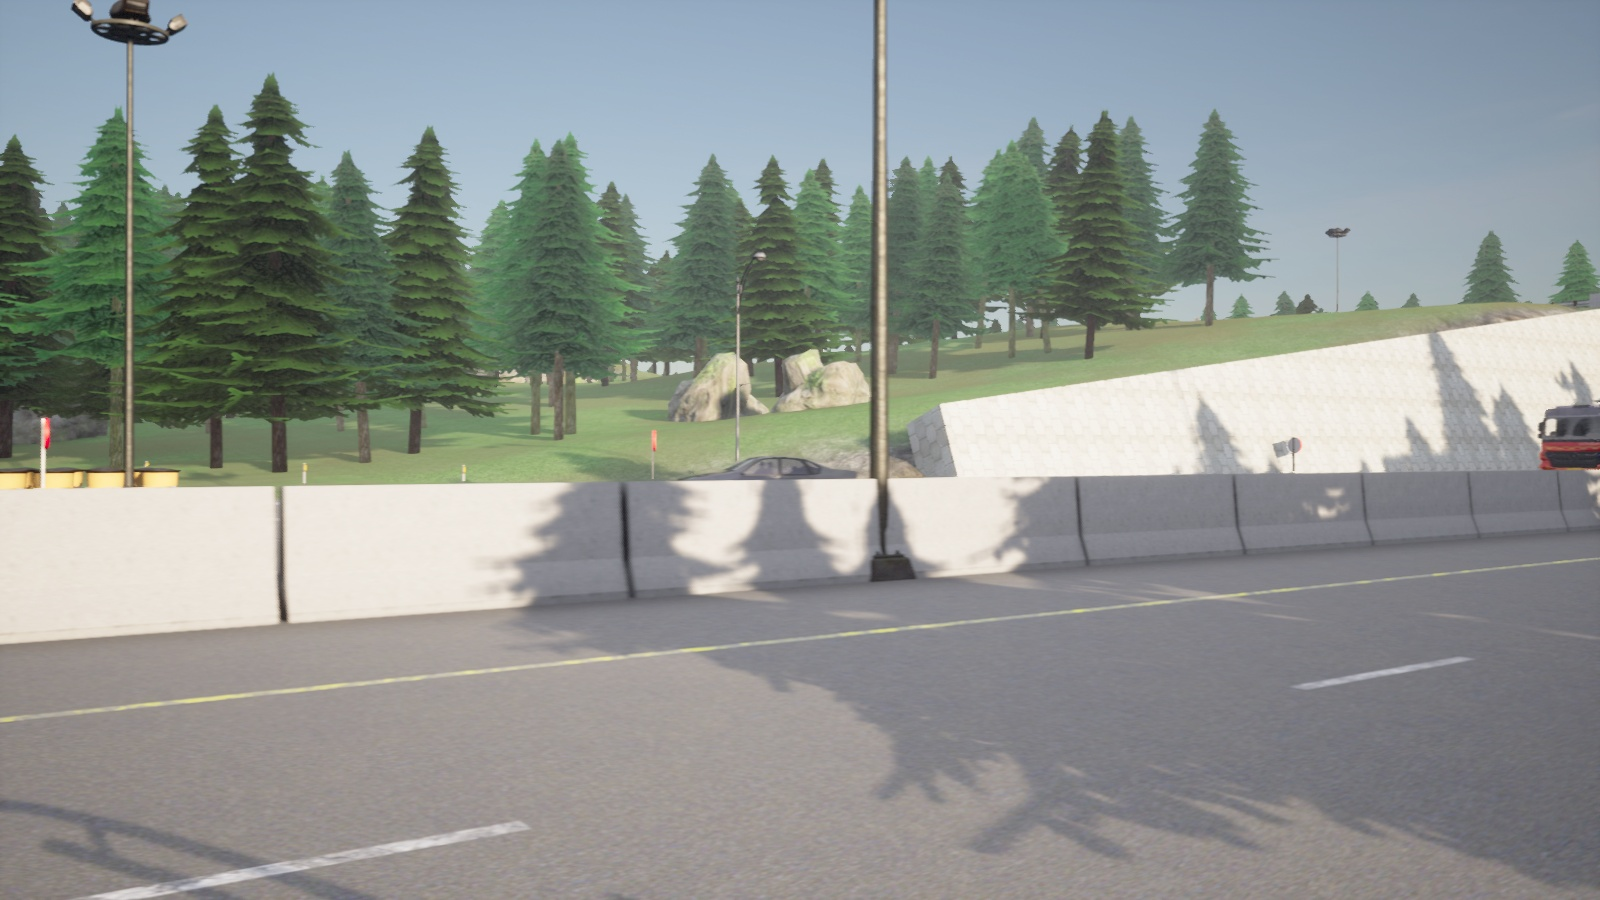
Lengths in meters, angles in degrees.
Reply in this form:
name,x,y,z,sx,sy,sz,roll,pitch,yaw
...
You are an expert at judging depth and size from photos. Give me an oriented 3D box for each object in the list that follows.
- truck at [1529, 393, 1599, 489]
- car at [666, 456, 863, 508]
name,x,y,z,sx,sy,sz,roll,pitch,yaw
truck,34.556,-0.363,53.301,8.468,3.827,2.891,0,0,-35
car,-1.052,0.884,36.393,5.357,1.411,2.033,0,0,-17
